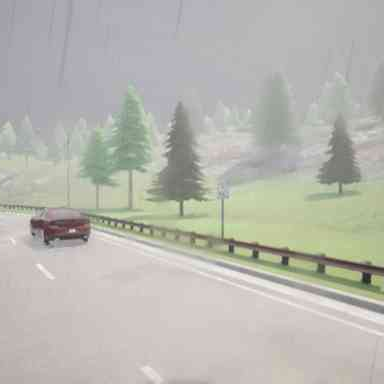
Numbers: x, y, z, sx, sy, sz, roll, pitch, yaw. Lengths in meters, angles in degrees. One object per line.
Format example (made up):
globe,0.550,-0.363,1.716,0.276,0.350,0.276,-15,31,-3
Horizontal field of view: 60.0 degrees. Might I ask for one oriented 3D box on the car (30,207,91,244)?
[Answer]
car,-6.339,1.452,15.769,1.882,1.535,5.008,0,0,-34
